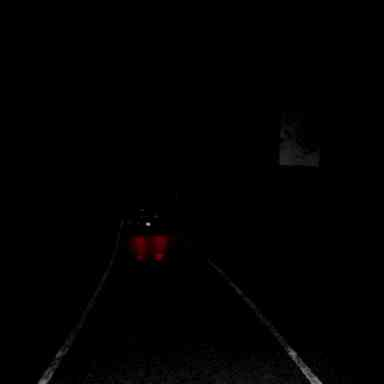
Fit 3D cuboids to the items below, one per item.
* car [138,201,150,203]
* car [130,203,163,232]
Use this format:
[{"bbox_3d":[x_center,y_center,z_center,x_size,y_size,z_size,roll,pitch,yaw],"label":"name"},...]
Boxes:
[{"bbox_3d":[-5.877,1.902,40.890,1.837,1.490,4.892,-1,-1,-5],"label":"car"},{"bbox_3d":[-3.055,1.721,22.146,2.128,1.511,4.902,-1,0,-11],"label":"car"}]
